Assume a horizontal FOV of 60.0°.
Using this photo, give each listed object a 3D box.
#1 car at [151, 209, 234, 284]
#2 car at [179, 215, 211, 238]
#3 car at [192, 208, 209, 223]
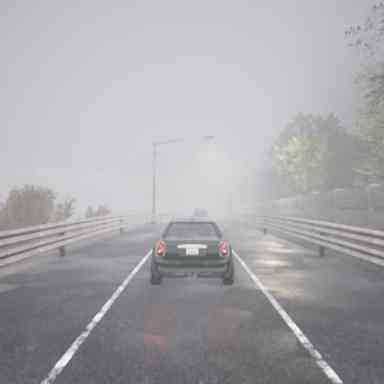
[{"bbox_3d":[0.008,1.532,10.240,2.097,1.767,4.553,0,-2,0],"label":"car"},{"bbox_3d":[0.209,2.254,22.506,1.895,1.301,4.718,0,-3,1],"label":"car"},{"bbox_3d":[1.332,3.441,48.614,2.150,2.045,5.566,0,-3,4],"label":"car"}]
